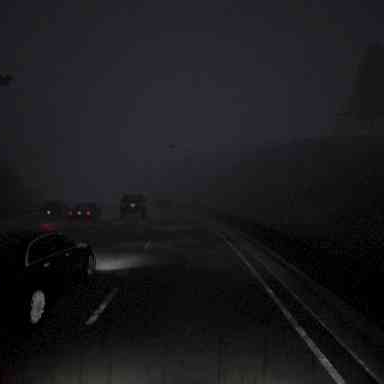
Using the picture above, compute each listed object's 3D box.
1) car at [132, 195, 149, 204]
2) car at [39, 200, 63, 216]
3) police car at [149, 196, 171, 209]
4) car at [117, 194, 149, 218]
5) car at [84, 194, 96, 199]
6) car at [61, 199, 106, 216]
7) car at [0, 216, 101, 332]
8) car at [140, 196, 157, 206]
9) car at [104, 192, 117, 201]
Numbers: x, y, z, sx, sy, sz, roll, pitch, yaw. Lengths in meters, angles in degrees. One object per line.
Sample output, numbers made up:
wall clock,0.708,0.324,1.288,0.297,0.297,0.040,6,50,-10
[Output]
car,-9.509,1.413,60.955,1.882,1.535,5.008,0,0,-23
car,-12.493,1.472,30.437,1.837,1.490,4.892,0,0,-10
police car,-4.162,1.377,45.648,1.930,1.638,5.238,0,0,-16
car,-5.238,1.190,29.640,2.150,2.045,5.566,0,0,-9
car,-28.004,1.242,91.399,1.812,1.442,4.674,0,0,-39
car,-8.145,1.520,25.556,2.033,1.411,5.357,0,0,-8
car,-3.436,1.499,6.812,1.837,1.490,4.892,0,1,0
car,-7.278,1.447,55.251,1.837,1.490,4.892,0,0,-20
car,-18.856,1.012,77.432,2.150,2.045,5.566,0,0,-31
